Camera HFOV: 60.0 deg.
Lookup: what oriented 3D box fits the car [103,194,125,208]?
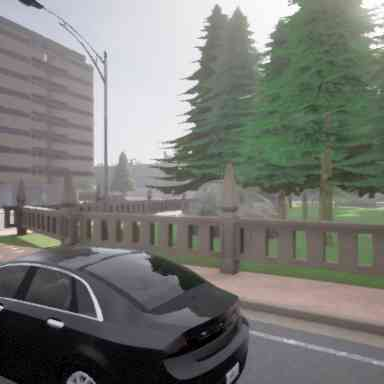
[{"bbox_3d":[-11.475,1.257,45.716,2.150,2.045,5.566,0,0,27],"label":"car"}]

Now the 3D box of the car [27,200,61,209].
[{"bbox_3d":[-16.390,1.609,36.129,2.033,1.411,5.357,0,0,27],"label":"car"}]

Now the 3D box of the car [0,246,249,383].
[{"bbox_3d":[-1.684,1.504,4.460,4.892,1.490,1.837,0,0,31],"label":"car"}]

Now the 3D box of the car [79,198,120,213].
[{"bbox_3d":[-9.654,1.607,33.483,1.994,1.385,4.181,0,0,27],"label":"car"}]
